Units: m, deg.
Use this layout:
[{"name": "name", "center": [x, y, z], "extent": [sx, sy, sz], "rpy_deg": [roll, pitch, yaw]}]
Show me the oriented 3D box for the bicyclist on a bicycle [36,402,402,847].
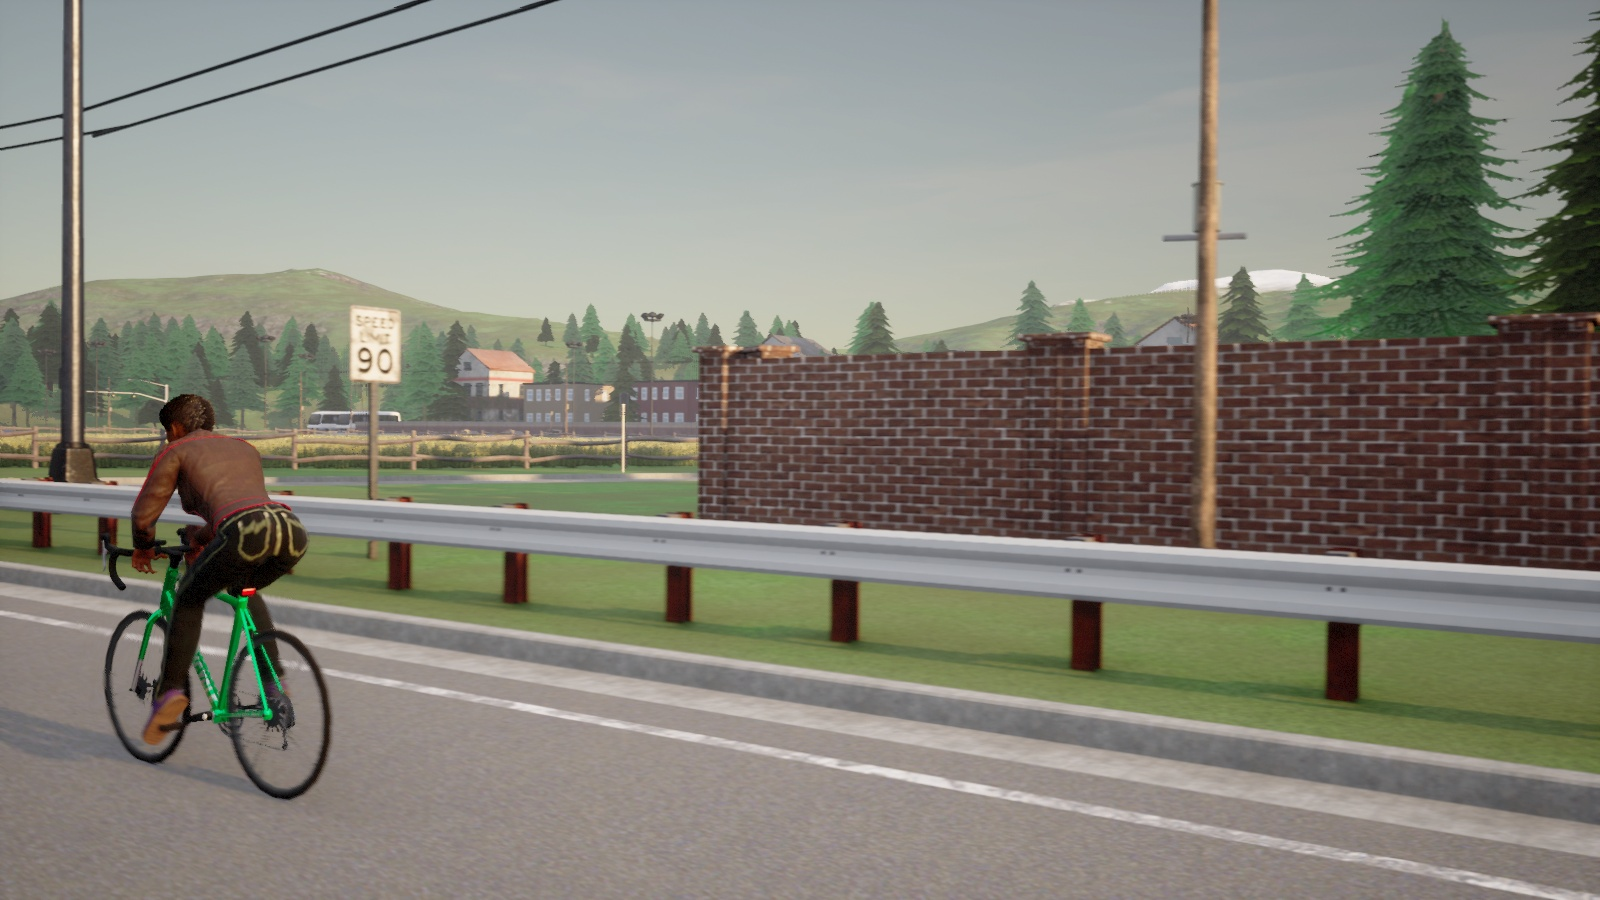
[{"name": "bicyclist on a bicycle", "center": [-2.463, 0.635, 5.259], "extent": [1.656, 1.620, 0.582], "rpy_deg": [0, 1, 34]}]
